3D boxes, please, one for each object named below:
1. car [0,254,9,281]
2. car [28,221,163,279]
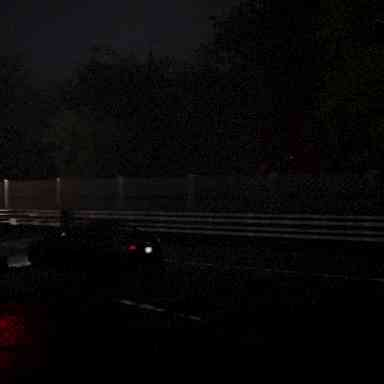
[{"bbox_3d":[-6.610,1.681,7.951,4.718,1.301,1.895,-1,0,30],"label":"car"},{"bbox_3d":[-2.986,1.608,10.189,4.181,1.385,1.994,-1,0,27],"label":"car"}]
